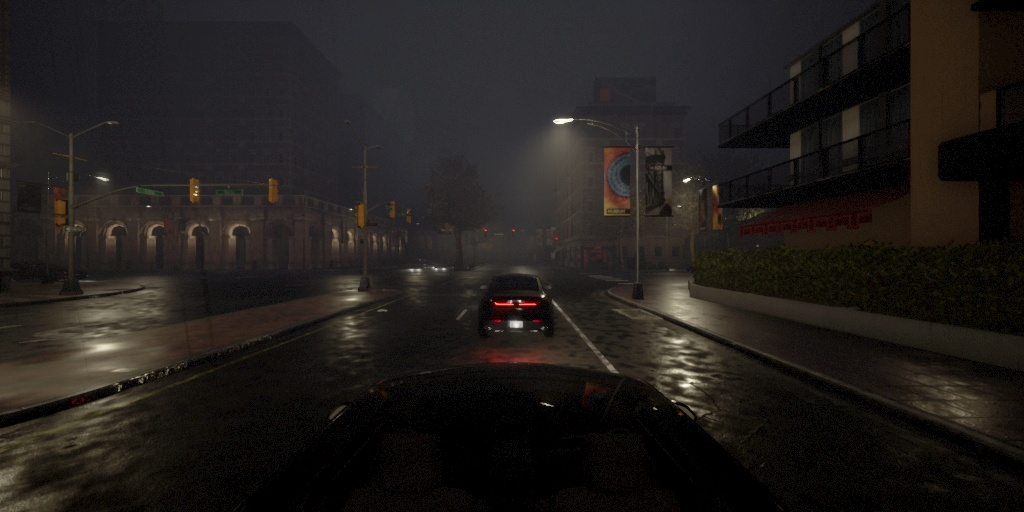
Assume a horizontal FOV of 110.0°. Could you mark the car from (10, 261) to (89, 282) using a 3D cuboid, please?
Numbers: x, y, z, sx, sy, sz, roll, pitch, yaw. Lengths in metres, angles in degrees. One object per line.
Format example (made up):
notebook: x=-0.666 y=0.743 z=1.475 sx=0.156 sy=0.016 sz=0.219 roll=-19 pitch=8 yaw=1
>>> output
car: x=-36.986 y=1.313 z=28.852 sx=4.181 sy=1.385 sz=1.994 roll=0 pitch=0 yaw=0

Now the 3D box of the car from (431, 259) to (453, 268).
car: x=-11.357 y=1.314 z=58.700 sx=1.994 sy=1.385 sz=4.181 roll=0 pitch=0 yaw=0

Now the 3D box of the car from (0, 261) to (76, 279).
car: x=-42.965 y=1.227 z=32.353 sx=5.008 sy=1.535 sz=1.882 roll=0 pitch=0 yaw=0

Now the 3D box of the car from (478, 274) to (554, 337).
car: x=0.109 y=1.255 z=10.304 sx=1.837 sy=1.490 sz=4.892 roll=0 pitch=0 yaw=0

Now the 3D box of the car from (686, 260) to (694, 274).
car: x=21.863 y=1.351 z=39.565 sx=4.718 sy=1.301 sz=1.895 roll=0 pitch=0 yaw=0

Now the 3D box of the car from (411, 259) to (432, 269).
car: x=-14.862 y=1.241 z=57.928 sx=2.128 sy=1.511 sz=4.902 roll=0 pitch=0 yaw=0
